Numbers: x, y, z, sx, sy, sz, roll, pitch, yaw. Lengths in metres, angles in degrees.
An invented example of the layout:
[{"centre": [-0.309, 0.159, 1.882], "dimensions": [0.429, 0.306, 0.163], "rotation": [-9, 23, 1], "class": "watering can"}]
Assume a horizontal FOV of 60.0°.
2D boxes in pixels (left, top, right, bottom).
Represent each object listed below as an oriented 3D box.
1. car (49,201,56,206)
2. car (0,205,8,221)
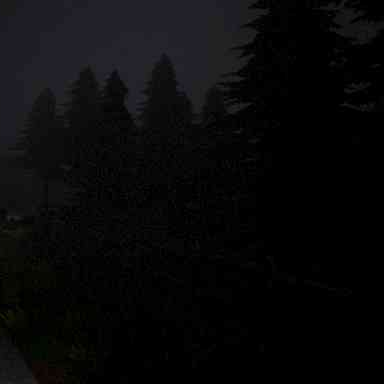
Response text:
[{"centre": [-24.947, 2.229, 62.338], "dimensions": [1.895, 1.301, 4.718], "rotation": [0, -1, 2], "class": "car"}, {"centre": [-16.733, 1.755, 27.778], "dimensions": [2.128, 1.511, 4.902], "rotation": [0, -1, -18], "class": "car"}]
